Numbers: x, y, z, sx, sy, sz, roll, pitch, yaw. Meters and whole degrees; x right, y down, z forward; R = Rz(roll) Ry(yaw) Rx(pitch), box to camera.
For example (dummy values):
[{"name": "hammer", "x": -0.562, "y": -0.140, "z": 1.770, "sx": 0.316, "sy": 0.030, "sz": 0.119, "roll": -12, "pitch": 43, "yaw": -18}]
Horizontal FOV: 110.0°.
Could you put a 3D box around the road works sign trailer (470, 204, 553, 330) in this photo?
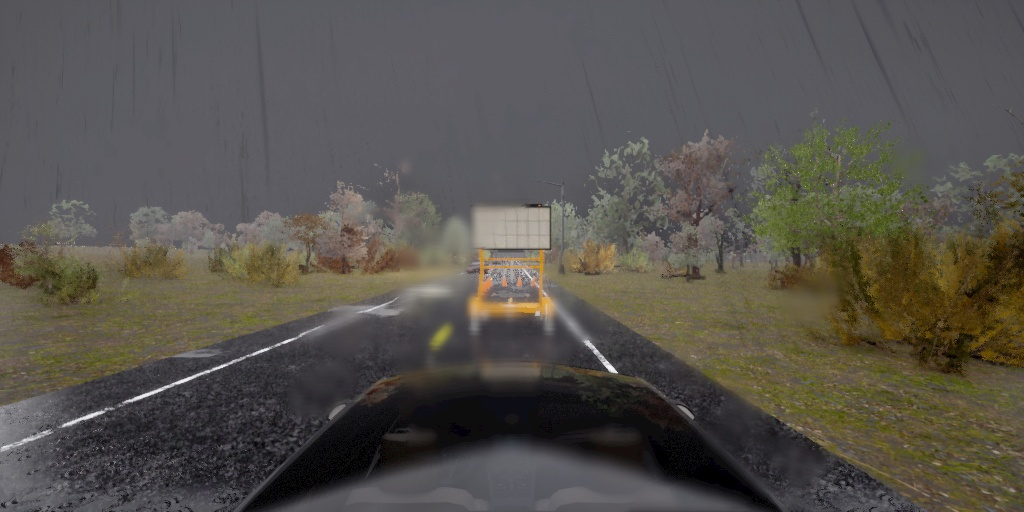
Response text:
[{"name": "road works sign trailer", "x": -0.003, "y": 0.214, "z": 11.055, "sx": 2.380, "sy": 3.560, "sz": 2.880, "roll": 0, "pitch": 0, "yaw": 0}]

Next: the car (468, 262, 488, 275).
[{"name": "car", "x": -3.614, "y": 1.314, "z": 38.821, "sx": 1.994, "sy": 1.385, "sz": 4.181, "roll": 0, "pitch": 0, "yaw": 0}]
